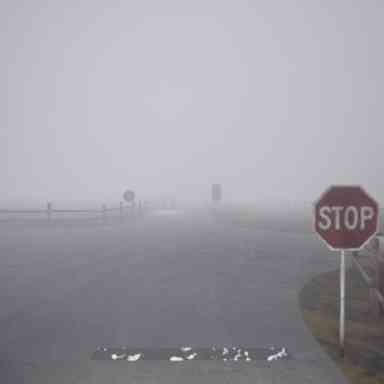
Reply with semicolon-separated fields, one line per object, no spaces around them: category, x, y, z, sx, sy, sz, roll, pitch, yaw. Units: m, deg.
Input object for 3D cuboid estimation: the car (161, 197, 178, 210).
car;-2.772;1.453;42.157;2.128;1.511;4.902;0;0;0
